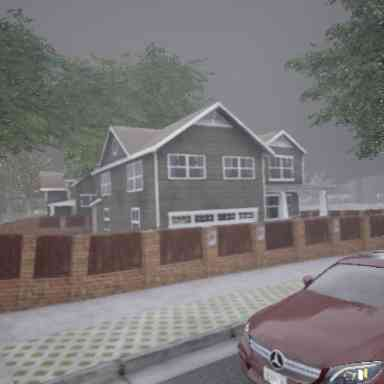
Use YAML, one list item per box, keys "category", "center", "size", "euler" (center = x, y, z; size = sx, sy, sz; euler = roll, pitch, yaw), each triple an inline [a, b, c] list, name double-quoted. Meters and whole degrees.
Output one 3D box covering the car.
- category: "car"
  center: [2.768, 1.656, 4.719]
  size: [4.674, 1.442, 1.812]
  euler: [0, -3, -34]
